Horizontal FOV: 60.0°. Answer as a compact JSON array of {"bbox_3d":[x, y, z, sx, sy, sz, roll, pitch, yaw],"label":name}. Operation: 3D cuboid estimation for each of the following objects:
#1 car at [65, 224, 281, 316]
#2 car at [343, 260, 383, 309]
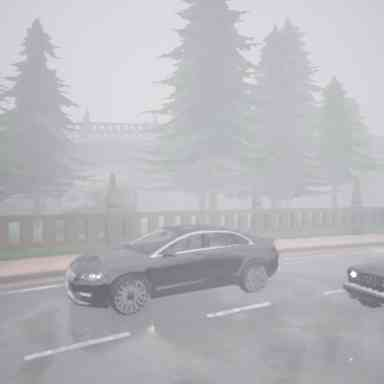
[{"bbox_3d":[-0.241,1.518,7.547,4.902,1.511,2.128,0,0,-28],"label":"car"},{"bbox_3d":[5.280,1.637,6.499,4.718,1.301,1.895,0,0,-25],"label":"car"}]
